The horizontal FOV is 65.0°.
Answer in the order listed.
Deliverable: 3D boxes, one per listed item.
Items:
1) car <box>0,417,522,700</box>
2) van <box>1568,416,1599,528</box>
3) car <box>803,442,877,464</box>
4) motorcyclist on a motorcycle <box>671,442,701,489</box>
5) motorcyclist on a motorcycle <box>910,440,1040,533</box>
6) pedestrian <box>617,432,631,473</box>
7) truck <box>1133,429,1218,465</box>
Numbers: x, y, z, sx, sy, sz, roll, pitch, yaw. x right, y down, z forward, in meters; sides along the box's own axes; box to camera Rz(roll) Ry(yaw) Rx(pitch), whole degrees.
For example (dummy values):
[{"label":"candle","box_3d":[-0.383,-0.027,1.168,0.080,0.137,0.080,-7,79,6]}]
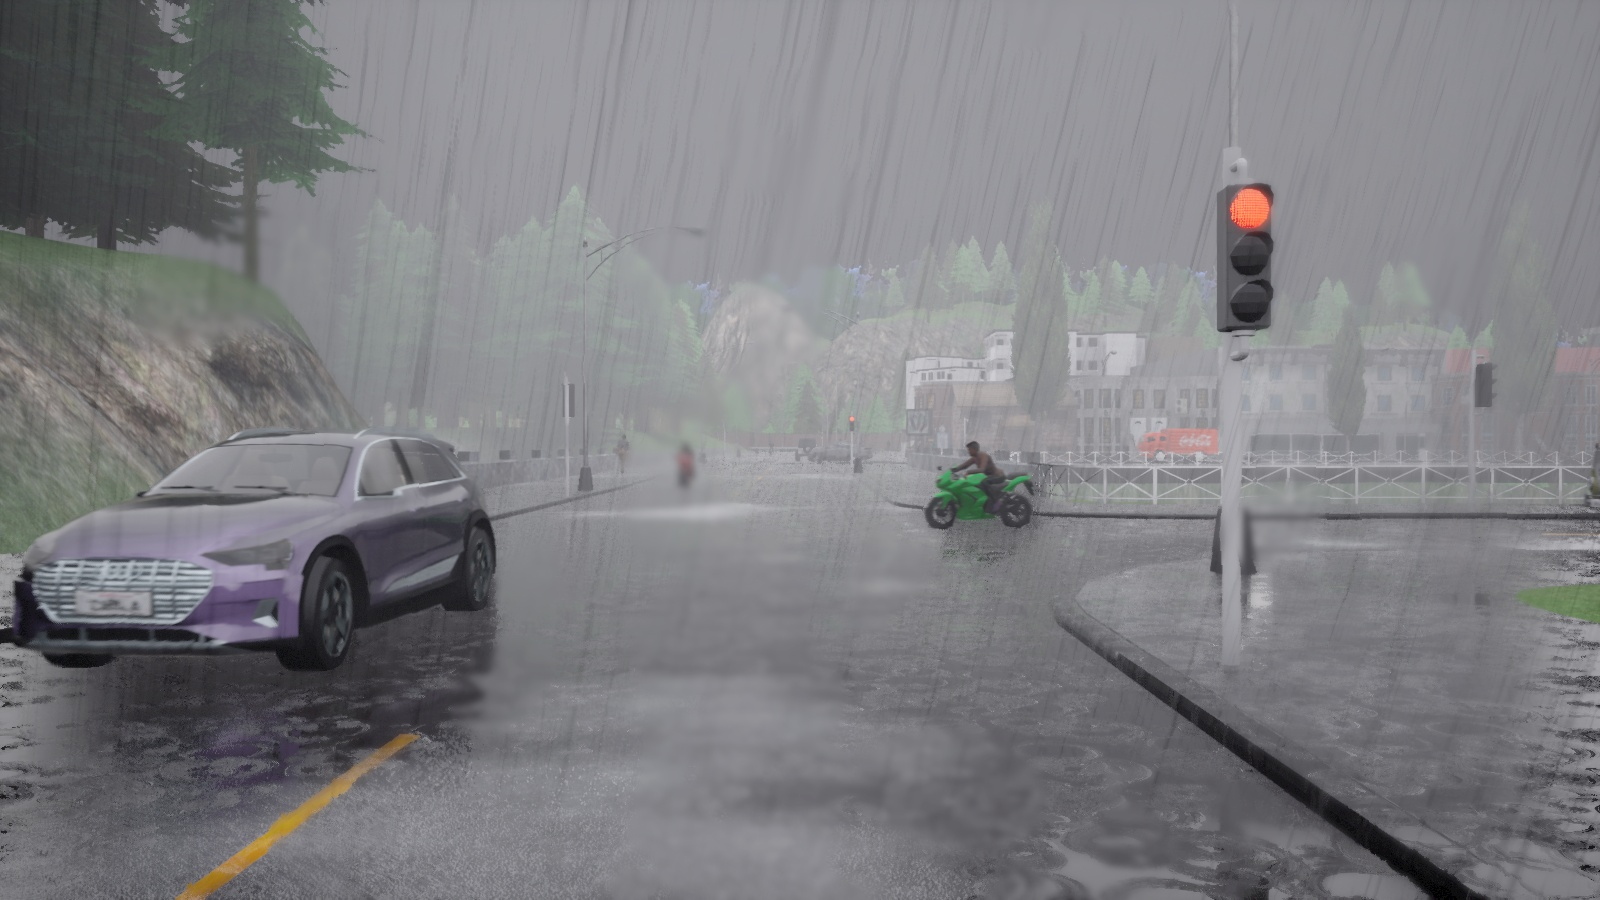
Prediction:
[{"label":"car","box_3d":[-3.892,0.618,9.799,2.033,1.649,4.856,0,0,4]},{"label":"van","box_3d":[16.441,0.386,22.355,4.442,1.987,1.775,0,0,0]},{"label":"car","box_3d":[2.849,0.196,89.943,4.902,1.511,2.128,0,1,30]},{"label":"motorcyclist on a motorcycle","box_3d":[-3.751,0.491,41.501,0.797,1.523,2.044,0,0,0]},{"label":"motorcyclist on a motorcycle","box_3d":[2.998,0.609,21.589,2.044,1.523,0.797,0,2,-17]},{"label":"pedestrian","box_3d":[-8.056,0.125,57.512,0.540,1.848,0.694,0,0,3]},{"label":"truck","box_3d":[26.254,-0.215,87.950,5.204,2.467,2.627,0,0,0]}]
